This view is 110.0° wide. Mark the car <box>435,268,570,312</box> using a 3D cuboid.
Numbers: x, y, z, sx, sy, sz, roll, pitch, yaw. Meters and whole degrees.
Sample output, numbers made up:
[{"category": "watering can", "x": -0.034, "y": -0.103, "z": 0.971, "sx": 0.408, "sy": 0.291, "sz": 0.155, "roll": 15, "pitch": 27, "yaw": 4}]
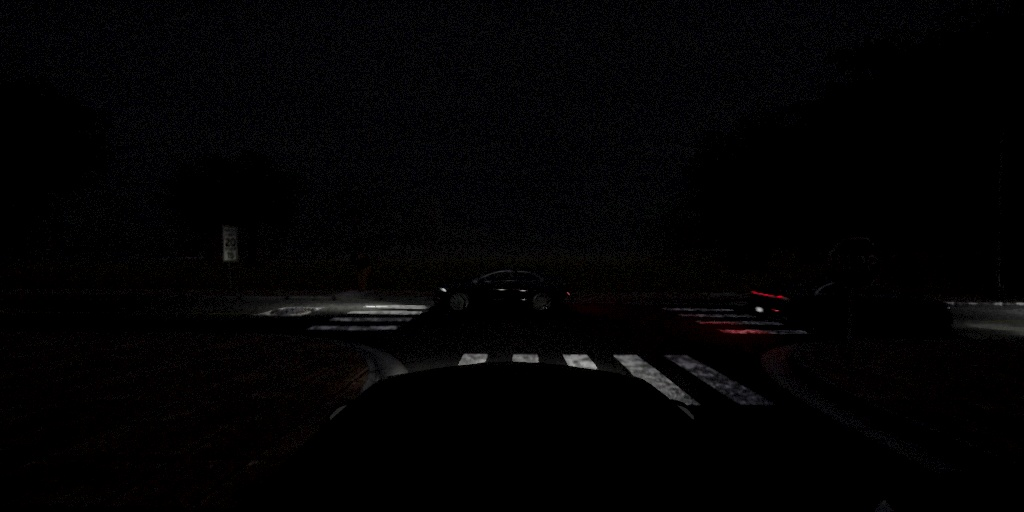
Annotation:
[{"category": "car", "x": -0.346, "y": 1.180, "z": 13.320, "sx": 4.902, "sy": 1.511, "sz": 2.128, "roll": 0, "pitch": 1, "yaw": 0}]

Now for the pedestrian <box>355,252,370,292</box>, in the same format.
[{"category": "pedestrian", "x": -6.804, "y": 0.712, "z": 16.239, "sx": 0.375, "sy": 1.860, "sz": 0.375, "roll": 0, "pitch": 1, "yaw": 0}]

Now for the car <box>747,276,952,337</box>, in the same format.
[{"category": "car", "x": 9.547, "y": 1.348, "z": 10.320, "sx": 4.902, "sy": 1.511, "sz": 2.128, "roll": 1, "pitch": 2, "yaw": 0}]
